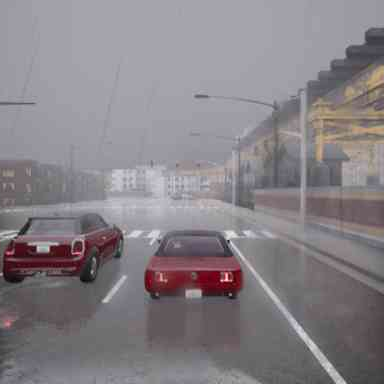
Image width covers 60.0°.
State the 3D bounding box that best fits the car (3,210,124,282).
[{"bbox_3d":[-3.449,1.346,9.856,2.097,1.767,4.553,0,0,0],"label":"car"}]

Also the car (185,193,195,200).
[{"bbox_3d":[-0.210,1.538,87.262,1.895,1.301,4.718,0,0,-3],"label":"car"}]

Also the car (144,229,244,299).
[{"bbox_3d":[0.047,1.596,8.386,1.895,1.301,4.718,0,0,0],"label":"car"}]

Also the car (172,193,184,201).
[{"bbox_3d":[-3.695,1.540,86.133,1.895,1.301,4.718,0,0,-3],"label":"car"}]
